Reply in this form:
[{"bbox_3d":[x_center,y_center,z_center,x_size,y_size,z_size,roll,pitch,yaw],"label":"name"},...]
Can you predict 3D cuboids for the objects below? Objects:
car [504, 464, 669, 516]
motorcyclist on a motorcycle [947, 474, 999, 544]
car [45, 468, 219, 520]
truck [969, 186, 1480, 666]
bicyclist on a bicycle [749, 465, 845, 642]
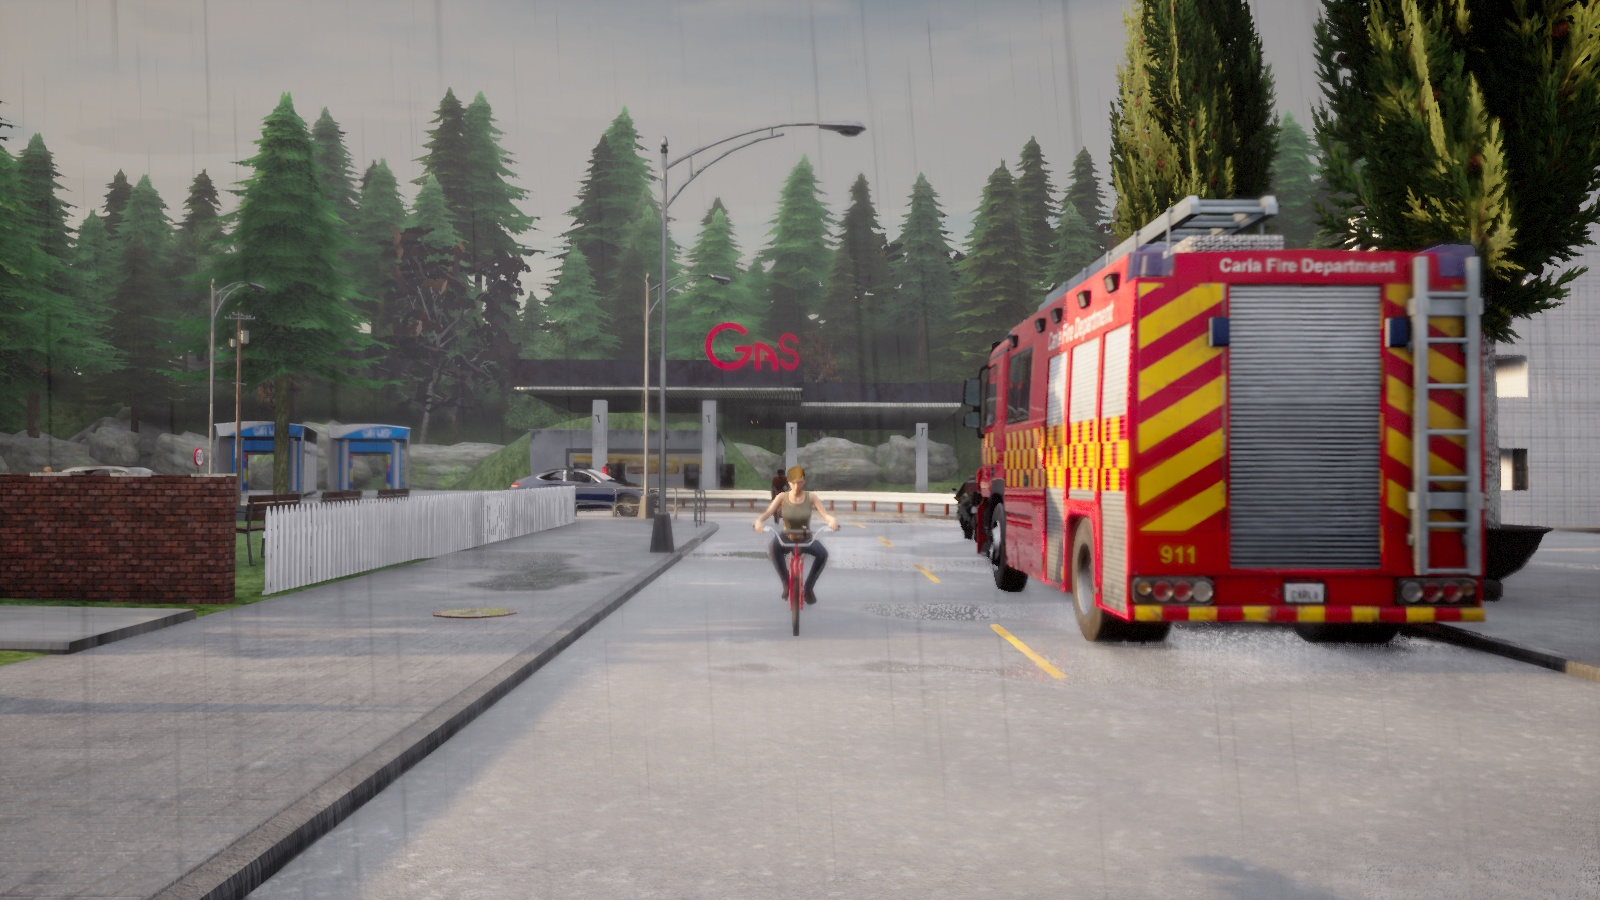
[{"bbox_3d":[-7.060,1.322,41.800,5.027,1.651,2.152,0,-1,6],"label":"car"},{"bbox_3d":[3.931,1.313,28.629,0.866,1.530,2.191,0,-1,0],"label":"motorcyclist on a motorcycle"},{"bbox_3d":[-22.285,1.452,42.022,4.611,1.667,2.242,0,-1,0],"label":"car"},{"bbox_3d":[3.961,-0.127,14.289,2.891,3.827,8.468,0,-1,0],"label":"truck"},{"bbox_3d":[-0.024,0.956,12.242,0.866,1.612,1.509,0,-1,0],"label":"bicyclist on a bicycle"}]
